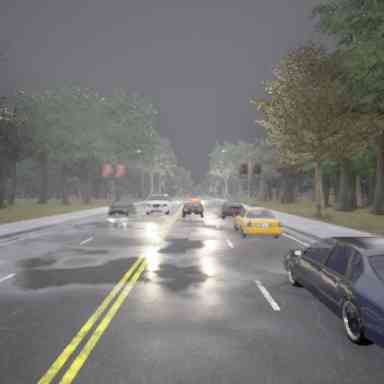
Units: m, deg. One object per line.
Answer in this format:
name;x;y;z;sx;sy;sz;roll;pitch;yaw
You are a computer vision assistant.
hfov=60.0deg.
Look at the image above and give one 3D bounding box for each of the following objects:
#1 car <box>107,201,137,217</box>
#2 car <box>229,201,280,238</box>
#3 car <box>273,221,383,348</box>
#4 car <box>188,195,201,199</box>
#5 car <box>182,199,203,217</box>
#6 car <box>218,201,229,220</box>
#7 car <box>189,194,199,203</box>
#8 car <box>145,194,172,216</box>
car;-6.493;1.553;31.535;2.033;1.411;5.357;0;0;0
car;3.283;1.457;17.465;1.801;1.575;5.366;0;0;0
car;3.255;1.547;6.285;2.033;1.411;5.357;0;0;0
car;0.397;1.376;54.956;2.097;1.767;4.553;0;0;1
car;0.097;1.607;31.520;1.895;1.301;4.718;0;0;0
car;3.333;1.509;28.266;1.837;1.490;4.892;0;0;0
car;0.540;1.422;73.997;2.097;1.767;4.553;0;0;1
car;-3.233;1.231;32.969;2.150;2.045;5.566;0;0;0
